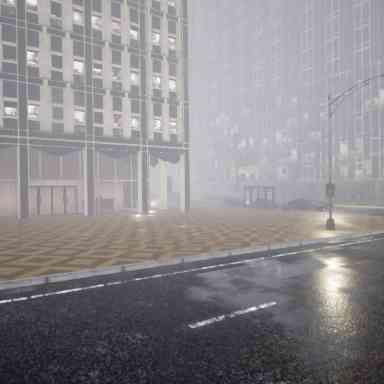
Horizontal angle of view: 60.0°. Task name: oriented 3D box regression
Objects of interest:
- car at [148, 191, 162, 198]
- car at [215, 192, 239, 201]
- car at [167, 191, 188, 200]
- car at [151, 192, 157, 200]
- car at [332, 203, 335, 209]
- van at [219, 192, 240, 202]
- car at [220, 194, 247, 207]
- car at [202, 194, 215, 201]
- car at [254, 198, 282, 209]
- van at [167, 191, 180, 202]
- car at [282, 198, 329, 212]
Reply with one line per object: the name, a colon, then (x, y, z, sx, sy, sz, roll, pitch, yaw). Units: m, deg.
car: (-9.267, 0.685, 83.399, 1.967, 1.590, 4.097, 0, 1, -34)
car: (6.104, 1.199, 50.537, 1.812, 1.442, 4.674, -1, 1, -34)
car: (-2.862, 0.678, 63.859, 1.837, 1.490, 4.892, -1, 1, -34)
car: (-9.797, 1.038, 69.290, 2.008, 1.369, 4.403, 0, 1, -34)
car: (14.267, 1.369, 38.536, 1.994, 1.385, 4.181, -1, 1, -34)
van: (6.726, 0.854, 59.908, 1.690, 1.788, 3.998, -1, 1, -34)
car: (6.152, 1.318, 45.771, 1.947, 1.339, 4.313, -1, 1, -34)
car: (3.528, 1.042, 64.609, 1.802, 1.307, 4.206, -1, 1, -34)
car: (9.302, 1.387, 41.041, 1.802, 1.307, 4.206, -1, 1, -34)
van: (-3.399, 0.936, 59.892, 1.690, 1.788, 3.998, 0, 1, -34)
car: (12.486, 1.422, 36.331, 1.947, 1.339, 4.313, -1, 1, -34)
